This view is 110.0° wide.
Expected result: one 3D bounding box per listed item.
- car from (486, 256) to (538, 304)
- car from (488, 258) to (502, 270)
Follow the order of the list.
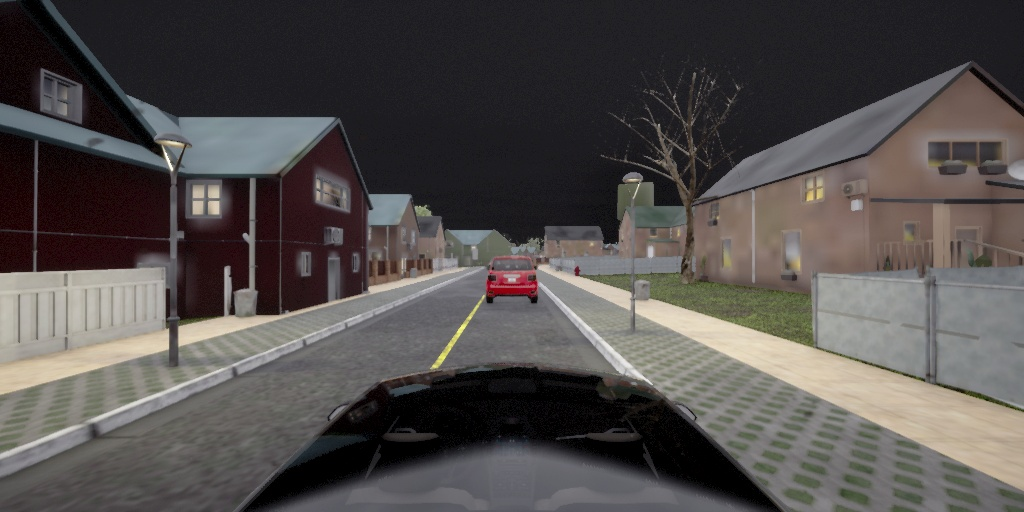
[{"bbox_3d":[0.000,1.015,16.532,2.150,2.045,5.566,0,0,0],"label":"car"},{"bbox_3d":[-2.750,1.246,57.884,2.097,1.767,4.553,0,0,0],"label":"car"}]
